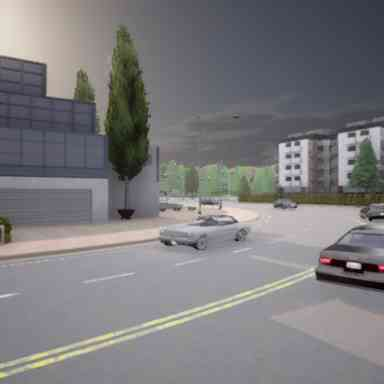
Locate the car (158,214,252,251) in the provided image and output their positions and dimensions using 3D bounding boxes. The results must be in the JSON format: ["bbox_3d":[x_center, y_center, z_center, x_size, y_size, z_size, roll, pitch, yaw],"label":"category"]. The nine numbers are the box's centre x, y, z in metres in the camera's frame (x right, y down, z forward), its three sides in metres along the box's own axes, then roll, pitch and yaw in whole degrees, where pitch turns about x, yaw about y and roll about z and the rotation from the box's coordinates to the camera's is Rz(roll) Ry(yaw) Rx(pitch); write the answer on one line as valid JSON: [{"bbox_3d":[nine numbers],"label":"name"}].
[{"bbox_3d":[0.705,1.672,14.662,1.895,1.301,4.718,0,0,39],"label":"car"}]

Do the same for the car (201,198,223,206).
[{"bbox_3d":[3.652,1.781,61.213,2.128,1.511,4.902,0,0,-32],"label":"car"}]

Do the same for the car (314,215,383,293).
[{"bbox_3d":[5.053,1.577,8.753,2.033,1.411,5.357,0,0,43],"label":"car"}]

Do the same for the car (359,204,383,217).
[{"bbox_3d":[15.239,1.655,27.519,1.994,1.385,4.181,0,0,16],"label":"car"}]

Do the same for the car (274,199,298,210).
[{"bbox_3d":[12.855,1.679,45.811,2.128,1.511,4.902,0,0,-8],"label":"car"}]
